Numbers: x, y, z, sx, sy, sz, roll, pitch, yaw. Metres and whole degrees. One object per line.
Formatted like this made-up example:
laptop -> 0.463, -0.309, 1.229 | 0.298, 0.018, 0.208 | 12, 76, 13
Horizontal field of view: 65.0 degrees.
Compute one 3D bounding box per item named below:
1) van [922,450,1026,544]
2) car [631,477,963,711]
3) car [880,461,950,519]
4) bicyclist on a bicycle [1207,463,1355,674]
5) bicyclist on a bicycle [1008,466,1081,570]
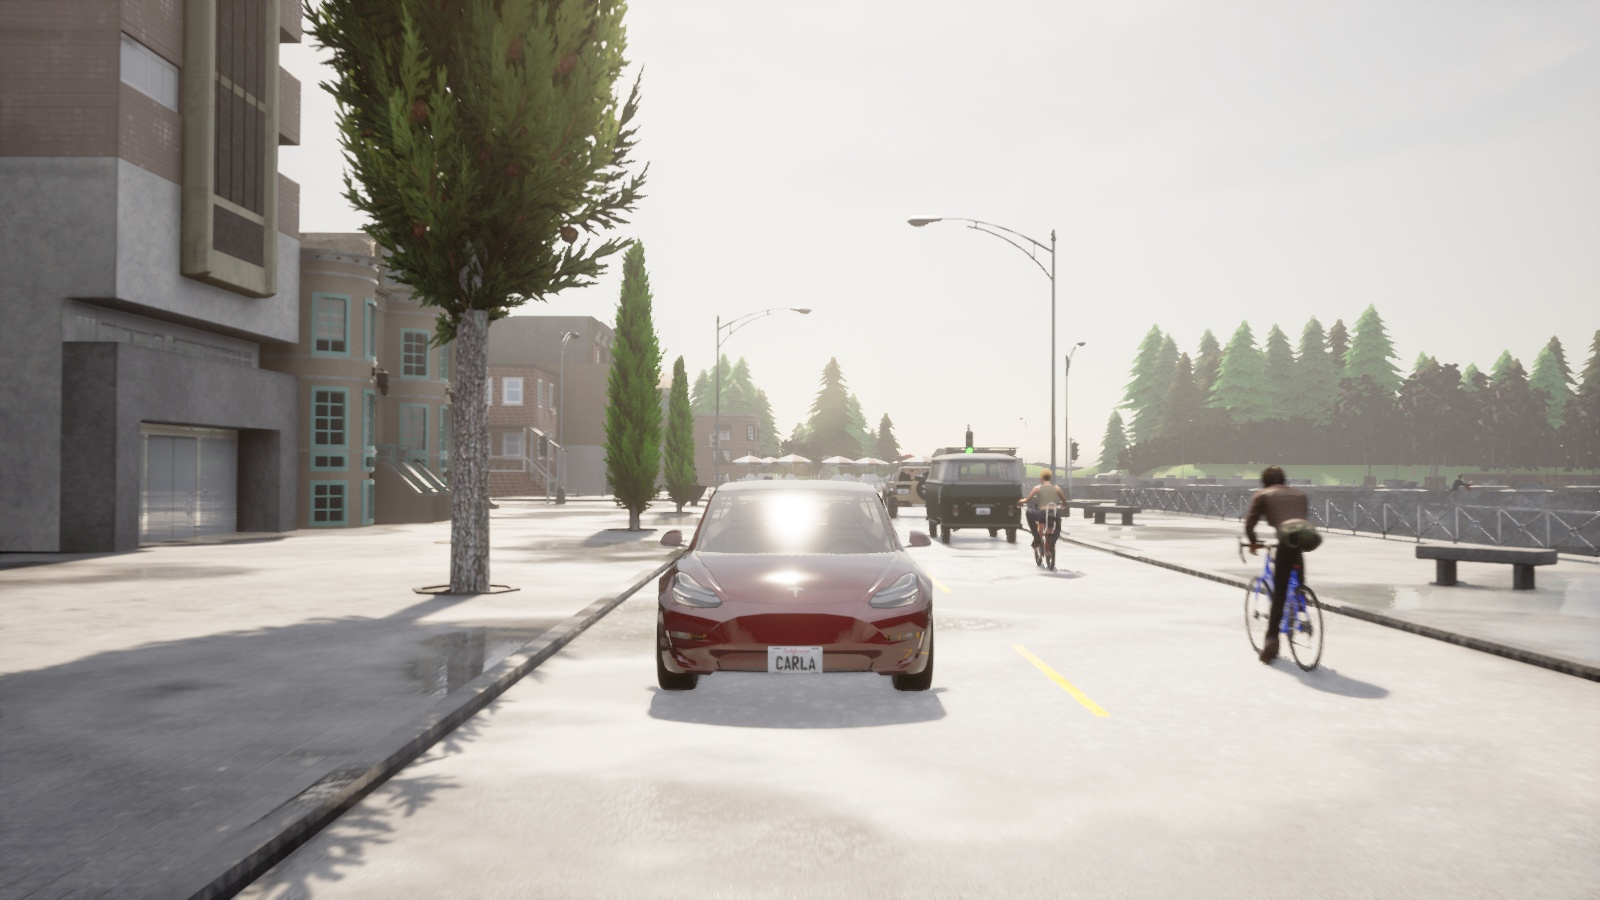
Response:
van -> 3.922, 1.039, 29.036 | 1.775, 1.987, 4.442 | 0, -1, 0
car -> -0.028, 0.992, 10.603 | 2.163, 1.488, 4.792 | 0, -1, 0
car -> 3.887, 1.337, 43.108 | 1.932, 1.855, 4.605 | 0, -1, 0
bicyclist on a bicycle -> 3.971, 0.927, 10.499 | 0.582, 1.620, 1.656 | 0, -1, 0
bicyclist on a bicycle -> 3.951, 1.077, 20.399 | 0.866, 1.612, 1.509 | 0, -1, 0
